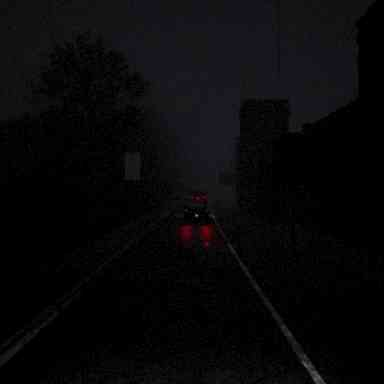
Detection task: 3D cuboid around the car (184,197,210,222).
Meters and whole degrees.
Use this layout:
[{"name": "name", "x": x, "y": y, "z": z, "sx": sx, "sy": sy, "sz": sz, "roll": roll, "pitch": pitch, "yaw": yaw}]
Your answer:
[{"name": "car", "x": 0.365, "y": 1.398, "z": 25.190, "sx": 1.812, "sy": 1.442, "sz": 4.674, "roll": 0, "pitch": 1, "yaw": 1}]

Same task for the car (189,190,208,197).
[{"name": "car", "x": 0.828, "y": 0.790, "z": 42.973, "sx": 2.150, "sy": 2.045, "sz": 5.566, "roll": 0, "pitch": 1, "yaw": 2}]
